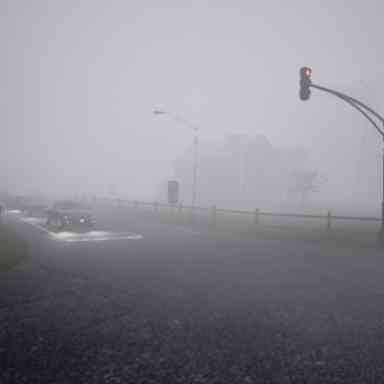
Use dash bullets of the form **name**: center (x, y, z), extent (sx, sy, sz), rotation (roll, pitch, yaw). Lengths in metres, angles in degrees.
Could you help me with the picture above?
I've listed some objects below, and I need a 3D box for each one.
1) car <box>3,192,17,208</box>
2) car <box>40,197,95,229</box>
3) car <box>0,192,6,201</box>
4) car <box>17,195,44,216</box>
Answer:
- **car**: center (-18.305, 1.007, 35.122), extent (1.895, 1.301, 4.718), rotation (2, 0, -35)
- **car**: center (-7.170, 1.232, 19.436), extent (1.837, 1.490, 4.892), rotation (2, 0, -35)
- **car**: center (-27.036, 0.720, 47.579), extent (1.837, 1.490, 4.892), rotation (2, 0, -35)
- **car**: center (-12.559, 1.049, 27.032), extent (1.882, 1.535, 5.008), rotation (2, 0, -35)
